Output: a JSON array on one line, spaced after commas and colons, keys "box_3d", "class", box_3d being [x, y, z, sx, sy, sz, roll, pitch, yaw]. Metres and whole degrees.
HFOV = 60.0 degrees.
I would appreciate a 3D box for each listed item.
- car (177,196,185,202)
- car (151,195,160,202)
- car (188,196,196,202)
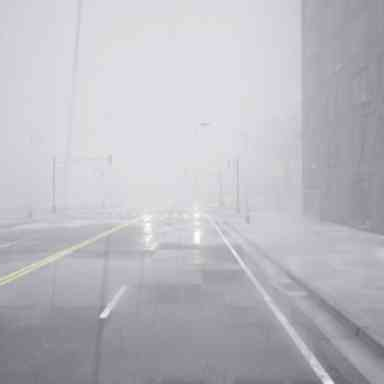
[{"box_3d": [-3.276, 2.088, 92.023, 1.895, 1.301, 4.718, 0, 0, 0], "class": "car"}, {"box_3d": [-9.775, 1.711, 89.276, 2.150, 2.045, 5.566, 0, 0, 0], "class": "car"}, {"box_3d": [-0.026, 2.017, 91.993, 1.812, 1.442, 4.674, 0, 0, 0], "class": "car"}]
